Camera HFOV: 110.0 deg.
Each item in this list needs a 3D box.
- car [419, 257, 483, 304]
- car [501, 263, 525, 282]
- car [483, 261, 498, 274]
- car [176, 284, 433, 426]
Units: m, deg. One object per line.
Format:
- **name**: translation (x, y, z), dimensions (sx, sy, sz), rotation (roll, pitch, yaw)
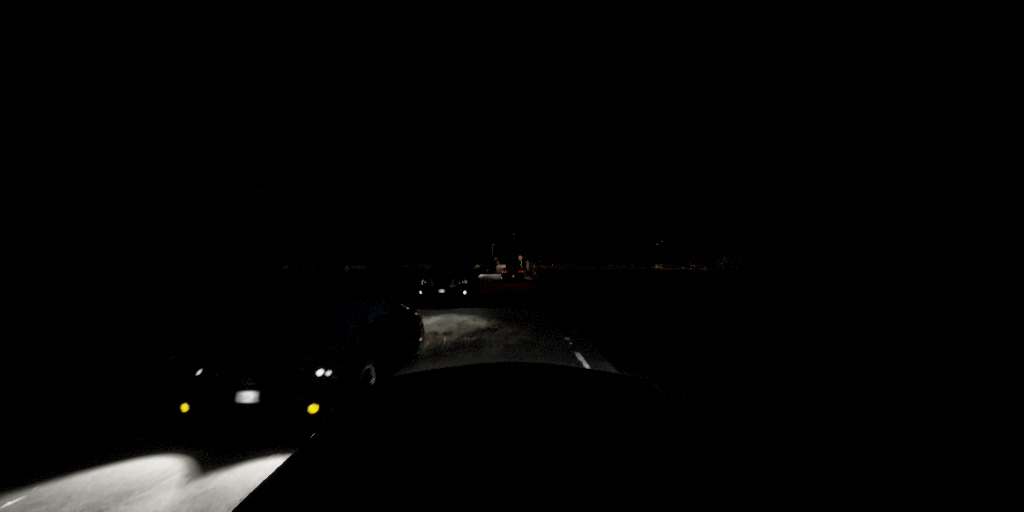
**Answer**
- **car**: translation (-2.827, 1.071, 17.261), dimensions (2.150, 2.045, 5.566), rotation (0, 0, 0)
- **car**: translation (0.103, 1.421, 31.189), dimensions (1.812, 1.442, 4.674), rotation (0, 0, 0)
- **car**: translation (-2.841, 1.421, 43.848), dimensions (1.837, 1.490, 4.892), rotation (0, 0, 0)
- **car**: translation (-2.833, 1.355, 5.879), dimensions (1.994, 1.385, 4.181), rotation (0, 0, 1)
